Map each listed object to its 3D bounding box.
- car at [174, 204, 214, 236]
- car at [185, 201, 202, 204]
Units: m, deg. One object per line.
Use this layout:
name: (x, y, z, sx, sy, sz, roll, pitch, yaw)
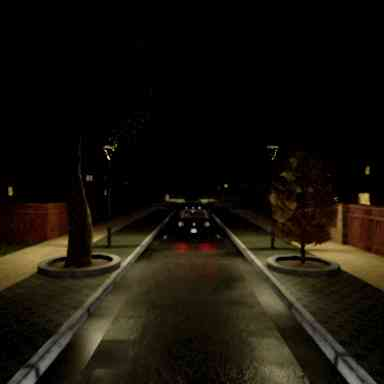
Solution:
car: (0.097, 1.546, 17.935, 1.895, 1.301, 4.718, 0, 0, 0)
car: (0.082, 1.511, 33.410, 1.895, 1.301, 4.718, 0, 0, -1)
